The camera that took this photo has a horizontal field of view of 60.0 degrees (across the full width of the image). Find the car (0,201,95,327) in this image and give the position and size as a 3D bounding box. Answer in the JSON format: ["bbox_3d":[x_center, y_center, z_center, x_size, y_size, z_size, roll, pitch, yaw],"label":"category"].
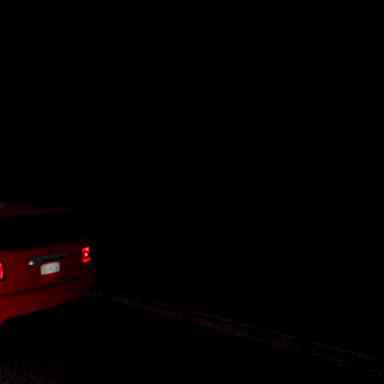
[{"bbox_3d":[-4.248,1.195,6.409,5.566,2.045,2.150,0,0,36],"label":"car"}]
